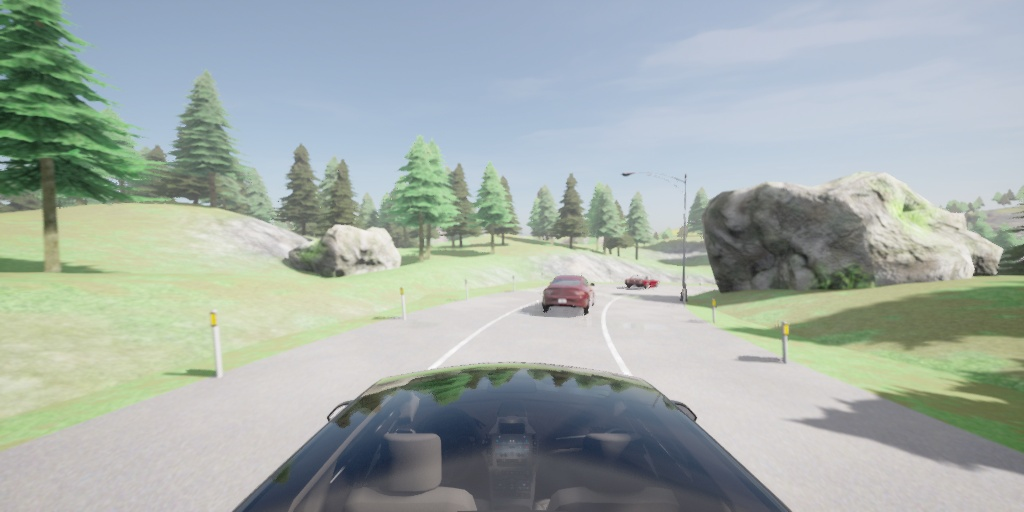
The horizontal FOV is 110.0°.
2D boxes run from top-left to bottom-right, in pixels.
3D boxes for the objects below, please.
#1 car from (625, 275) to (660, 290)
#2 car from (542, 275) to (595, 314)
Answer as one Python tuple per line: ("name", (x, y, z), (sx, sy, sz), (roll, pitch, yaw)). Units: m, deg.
("car", (12.551, 2.505, 34.345), (1.895, 1.301, 4.718), (2, -2, 39))
("car", (2.514, 1.556, 15.384), (1.812, 1.442, 4.674), (1, -1, 16))
